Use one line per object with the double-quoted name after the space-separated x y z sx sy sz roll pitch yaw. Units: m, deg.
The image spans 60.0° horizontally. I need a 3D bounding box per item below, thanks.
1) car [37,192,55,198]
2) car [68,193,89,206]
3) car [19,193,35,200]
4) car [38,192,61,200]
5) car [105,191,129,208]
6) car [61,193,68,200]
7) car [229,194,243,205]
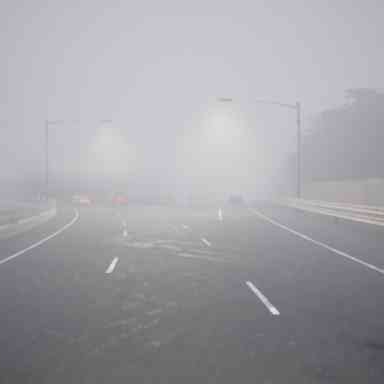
-36.254 0.777 82.573 4.892 1.490 1.837 0 1 37 "car"
-15.860 1.146 47.082 1.882 1.535 5.008 0 0 -28 "car"
-36.448 1.019 73.457 4.892 1.490 1.837 0 1 40 "car"
-31.661 1.094 73.723 4.718 1.301 1.895 0 1 43 "car"
-9.664 0.906 42.635 2.150 2.045 5.566 0 0 -25 "car"
-28.721 0.994 75.737 4.902 1.511 2.128 0 1 43 "car"
6.281 1.072 47.711 1.882 1.535 5.008 0 0 8 "car"
